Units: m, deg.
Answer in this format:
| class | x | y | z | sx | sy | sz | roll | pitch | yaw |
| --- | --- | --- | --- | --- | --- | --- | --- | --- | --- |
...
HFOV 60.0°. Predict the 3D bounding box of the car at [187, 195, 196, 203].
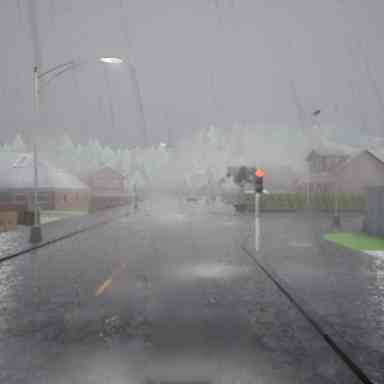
| class | x | y | z | sx | sy | sz | roll | pitch | yaw |
| --- | --- | --- | --- | --- | --- | --- | --- | --- | --- |
| car | -0.061 | 1.335 | 66.438 | 1.837 | 1.490 | 4.892 | 0 | 0 | 0 |
